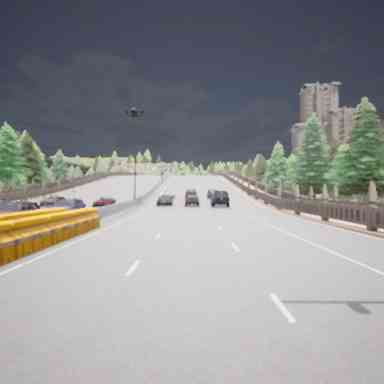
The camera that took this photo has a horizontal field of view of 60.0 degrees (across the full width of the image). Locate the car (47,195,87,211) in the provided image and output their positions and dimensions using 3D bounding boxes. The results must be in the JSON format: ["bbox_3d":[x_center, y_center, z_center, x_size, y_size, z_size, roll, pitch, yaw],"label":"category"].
[{"bbox_3d":[-10.613,1.341,28.551,2.097,1.767,4.553,0,0,0],"label":"car"}]

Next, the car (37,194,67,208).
[{"bbox_3d":[-17.640,1.107,42.068,1.994,1.385,4.181,0,3,0],"label":"car"}]

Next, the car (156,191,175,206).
[{"bbox_3d":[-3.503,1.037,43.238,1.994,1.385,4.181,0,4,0],"label":"car"}]

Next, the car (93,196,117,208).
[{"bbox_3d":[-10.626,1.224,40.630,1.895,1.301,4.718,0,3,0],"label":"car"}]

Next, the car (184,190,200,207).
[{"bbox_3d":[0.002,1.002,42.852,1.837,1.490,4.892,0,4,0],"label":"car"}]

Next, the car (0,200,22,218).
[{"bbox_3d":[-17.611,1.497,30.311,1.812,1.442,4.674,0,1,0],"label":"car"}]

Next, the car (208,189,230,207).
[{"bbox_3d":[3.508,0.764,42.110,2.150,2.045,5.566,0,3,0],"label":"car"}]

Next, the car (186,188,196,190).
[{"bbox_3d":[-0.151,0.124,53.202,1.882,1.535,5.008,0,6,0],"label":"car"}]

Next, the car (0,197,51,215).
[{"bbox_3d":[-10.598,1.353,19.782,2.097,1.767,4.553,0,0,0],"label":"car"}]

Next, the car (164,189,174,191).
[{"bbox_3d":[-3.652,0.241,53.255,1.895,1.301,4.718,0,6,0],"label":"car"}]
